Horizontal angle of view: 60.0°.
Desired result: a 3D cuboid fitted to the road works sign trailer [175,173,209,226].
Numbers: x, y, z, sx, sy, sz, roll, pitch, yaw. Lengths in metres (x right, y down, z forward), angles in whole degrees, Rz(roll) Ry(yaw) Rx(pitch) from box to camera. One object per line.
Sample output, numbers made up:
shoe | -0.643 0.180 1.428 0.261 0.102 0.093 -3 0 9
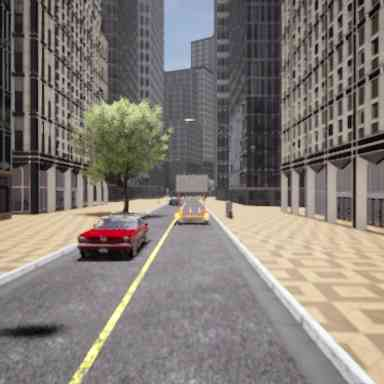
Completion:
road works sign trailer | 0.001 0.450 23.483 2.380 3.560 2.880 0 0 0

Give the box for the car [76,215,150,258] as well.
car | -2.850 1.593 12.914 1.895 1.301 4.718 0 0 0

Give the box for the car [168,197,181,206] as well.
car | -2.801 1.562 55.030 1.994 1.385 4.181 0 0 1
